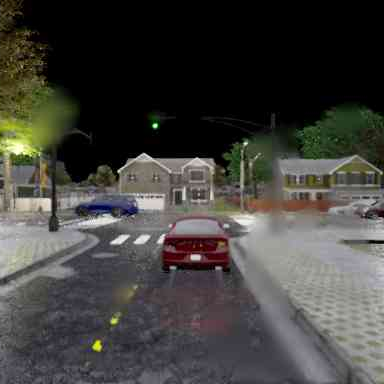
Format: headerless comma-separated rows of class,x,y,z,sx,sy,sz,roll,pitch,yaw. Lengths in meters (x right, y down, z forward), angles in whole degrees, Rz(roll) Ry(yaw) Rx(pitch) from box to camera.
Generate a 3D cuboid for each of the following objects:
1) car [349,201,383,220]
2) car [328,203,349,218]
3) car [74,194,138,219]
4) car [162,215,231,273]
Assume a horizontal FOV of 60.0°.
car,16.495,1.508,28.654,4.553,1.767,2.097,0,-1,1
car,15.542,1.720,31.926,4.674,1.442,1.812,0,-1,1
car,-7.518,1.238,29.300,5.566,2.045,2.150,0,-2,15
car,0.211,1.490,10.800,1.882,1.535,5.008,0,0,3
